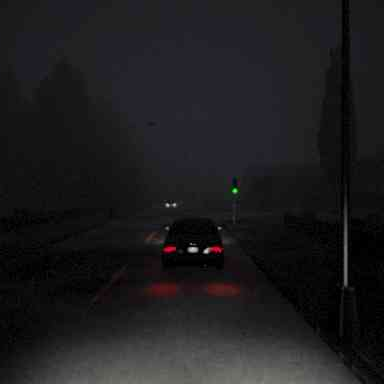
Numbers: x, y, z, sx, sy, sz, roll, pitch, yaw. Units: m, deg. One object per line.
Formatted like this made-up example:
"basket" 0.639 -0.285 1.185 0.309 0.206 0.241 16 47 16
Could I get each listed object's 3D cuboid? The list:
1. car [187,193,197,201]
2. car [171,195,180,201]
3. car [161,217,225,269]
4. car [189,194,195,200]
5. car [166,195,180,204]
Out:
"car" -0.004 1.234 80.708 2.150 2.045 5.566 0 0 0
"car" -4.004 1.513 81.522 1.837 1.490 4.892 0 0 0
"car" 0.046 1.550 11.165 2.033 1.411 5.357 0 0 1
"car" -0.004 1.352 91.098 1.837 1.490 4.892 0 0 0
"car" -4.011 1.614 65.920 1.895 1.301 4.718 0 0 0
